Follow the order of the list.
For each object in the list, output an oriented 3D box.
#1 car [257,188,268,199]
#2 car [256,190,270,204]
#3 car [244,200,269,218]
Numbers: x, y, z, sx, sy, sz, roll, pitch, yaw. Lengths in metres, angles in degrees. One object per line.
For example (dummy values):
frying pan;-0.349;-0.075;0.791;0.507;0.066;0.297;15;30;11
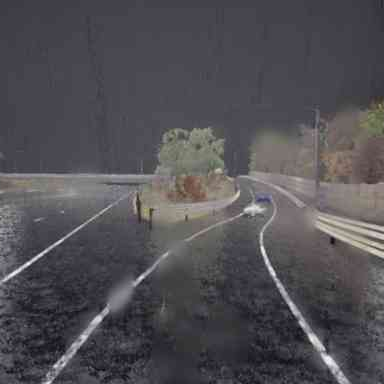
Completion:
car;14.226;0.263;67.373;2.097;1.767;4.553;1;4;9
car;12.242;0.851;57.148;2.150;2.045;5.566;1;3;11
car;6.517;1.868;34.214;1.895;1.301;4.718;1;0;16
